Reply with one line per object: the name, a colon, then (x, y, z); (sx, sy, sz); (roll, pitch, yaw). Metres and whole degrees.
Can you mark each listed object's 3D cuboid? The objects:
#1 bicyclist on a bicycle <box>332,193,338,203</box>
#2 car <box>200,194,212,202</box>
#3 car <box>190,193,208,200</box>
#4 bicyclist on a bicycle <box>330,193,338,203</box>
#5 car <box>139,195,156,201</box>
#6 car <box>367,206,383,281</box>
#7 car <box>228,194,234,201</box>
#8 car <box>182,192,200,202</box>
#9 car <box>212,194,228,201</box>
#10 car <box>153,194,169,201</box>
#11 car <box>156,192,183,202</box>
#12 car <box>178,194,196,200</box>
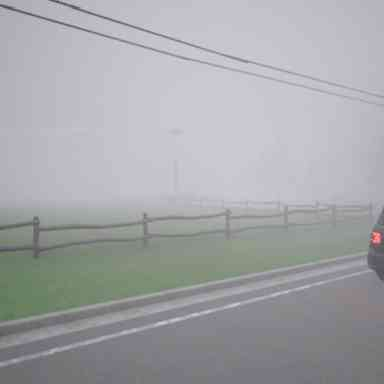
bicyclist on a bicycle: (23.909, 1.037, 55.121); (1.656, 1.620, 0.582); (-1, 1, -43)
car: (1.498, 1.260, 69.065); (1.812, 1.442, 4.674); (0, 0, -33)
car: (1.728, 1.108, 81.425); (1.882, 1.535, 5.008); (0, 0, -33)
bicyclist on a bicycle: (23.777, 1.035, 55.670); (0.582, 1.620, 1.656); (0, 1, 44)
car: (-9.975, 1.287, 73.741); (1.895, 1.301, 4.718); (0, 0, -33)
car: (6.626, 1.175, 8.209); (5.566, 2.045, 2.150); (0, 0, -34)
car: (7.355, 1.230, 72.898); (1.812, 1.442, 4.674); (0, 0, -33)
car: (-1.313, 0.971, 66.967); (2.150, 2.045, 5.566); (0, 0, -33)
car: (4.612, 1.261, 70.699); (2.033, 1.411, 5.357); (0, 0, -33)
car: (-7.037, 1.231, 75.644); (1.994, 1.385, 4.181); (0, 0, -33)
car: (-4.383, 1.254, 65.266); (2.128, 1.511, 4.902); (0, 0, -33)
car: (-1.194, 1.145, 79.498); (1.837, 1.490, 4.892); (0, 0, -33)
